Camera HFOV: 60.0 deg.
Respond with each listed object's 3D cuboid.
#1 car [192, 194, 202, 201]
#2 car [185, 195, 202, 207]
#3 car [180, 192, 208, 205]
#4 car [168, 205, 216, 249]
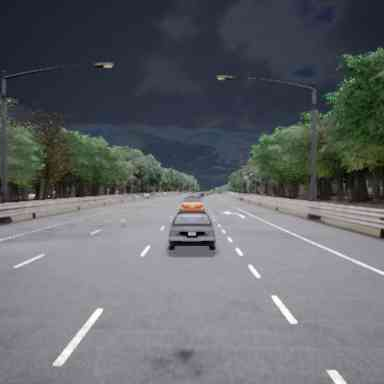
[{"bbox_3d":[1.136,1.041,68.815,1.994,1.385,4.181,0,0,3],"label":"car"},{"bbox_3d":[0.282,1.150,44.748,2.128,1.511,4.902,0,1,1],"label":"car"},{"bbox_3d":[0.043,1.166,29.593,2.097,1.767,4.553,0,1,0],"label":"car"},{"bbox_3d":[0.000,1.508,14.259,2.033,1.411,5.357,0,0,0],"label":"car"}]
